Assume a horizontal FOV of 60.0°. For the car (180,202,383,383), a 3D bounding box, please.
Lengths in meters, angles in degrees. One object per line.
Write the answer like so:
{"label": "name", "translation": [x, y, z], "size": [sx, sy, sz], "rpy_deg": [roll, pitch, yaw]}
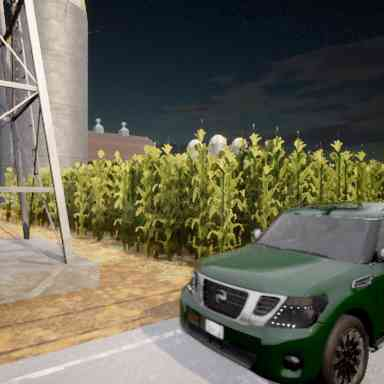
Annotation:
{"label": "car", "translation": [2.470, 1.223, 5.482], "size": [5.566, 2.045, 2.150], "rpy_deg": [0, 0, -37]}
